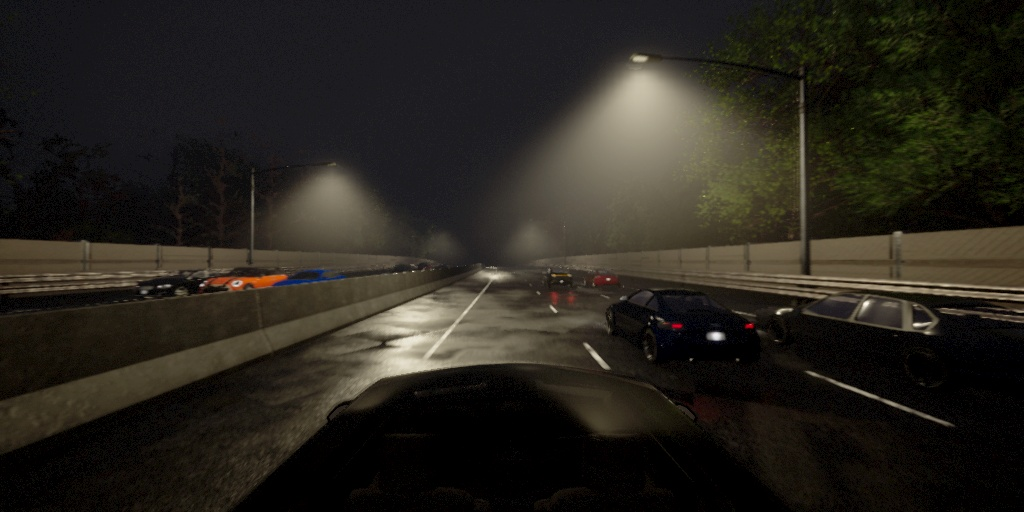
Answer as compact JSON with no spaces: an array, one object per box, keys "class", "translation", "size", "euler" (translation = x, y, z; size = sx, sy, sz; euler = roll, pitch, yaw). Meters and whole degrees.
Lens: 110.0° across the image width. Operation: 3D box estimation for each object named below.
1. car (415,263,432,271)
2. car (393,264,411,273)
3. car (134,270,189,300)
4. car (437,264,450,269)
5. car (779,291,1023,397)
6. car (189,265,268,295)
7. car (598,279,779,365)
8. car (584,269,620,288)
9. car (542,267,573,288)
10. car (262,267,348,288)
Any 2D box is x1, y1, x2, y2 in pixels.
[{"class":"car","translation":[-15.021,1.925,60.788],"size":[2.097,1.767,4.553],"euler":[0,-1,-1]},{"class":"car","translation":[-18.507,2.047,60.561],"size":[1.882,1.535,5.008],"euler":[0,-1,-1]},{"class":"car","translation":[-17.701,1.498,19.690],"size":[2.128,1.511,4.902],"euler":[0,-1,-1]},{"class":"car","translation":[-11.513,2.122,60.861],"size":[2.033,1.411,5.357],"euler":[0,-1,-1]},{"class":"car","translation":[7.084,1.364,6.735],"size":[2.033,1.411,5.357],"euler":[0,-1,0]},{"class":"car","translation":[-14.195,1.352,19.331],"size":[2.097,1.767,4.553],"euler":[0,-1,-1]},{"class":"car","translation":[3.576,1.404,8.297],"size":[1.994,1.385,4.181],"euler":[0,-1,0]},{"class":"car","translation":[6.898,1.676,27.789],"size":[1.994,1.385,4.181],"euler":[0,-1,-1]},{"class":"car","translation":[3.407,1.596,27.182],"size":[2.128,1.511,4.902],"euler":[0,-1,-1]},{"class":"car","translation":[-10.694,1.477,19.341],"size":[1.882,1.535,5.008],"euler":[0,-1,-1]}]
